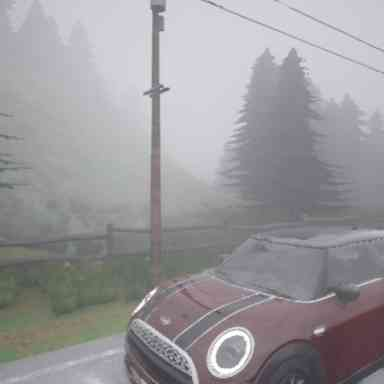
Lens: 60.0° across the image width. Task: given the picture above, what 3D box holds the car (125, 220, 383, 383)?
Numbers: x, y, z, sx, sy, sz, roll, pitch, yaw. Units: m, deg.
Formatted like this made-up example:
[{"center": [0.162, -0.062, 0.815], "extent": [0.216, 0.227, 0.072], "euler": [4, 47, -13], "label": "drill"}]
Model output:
[{"center": [1.422, 1.343, 4.530], "extent": [4.553, 1.767, 2.097], "euler": [0, 0, -35], "label": "car"}]
